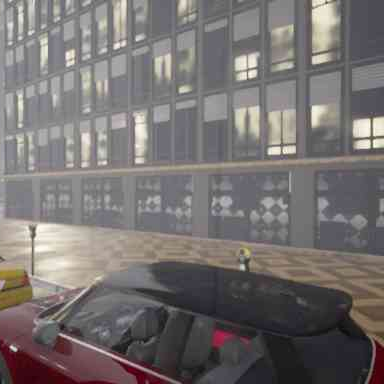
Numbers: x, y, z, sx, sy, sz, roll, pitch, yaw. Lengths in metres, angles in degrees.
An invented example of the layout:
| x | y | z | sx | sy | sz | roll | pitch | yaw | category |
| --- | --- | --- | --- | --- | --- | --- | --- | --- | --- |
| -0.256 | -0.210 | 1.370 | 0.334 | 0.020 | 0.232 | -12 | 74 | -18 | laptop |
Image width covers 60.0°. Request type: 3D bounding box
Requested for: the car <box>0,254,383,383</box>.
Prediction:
| x | y | z | sx | sy | sz | roll | pitch | yaw | category |
| --- | --- | --- | --- | --- | --- | --- | --- | --- | --- |
| -0.363 | 1.411 | 3.153 | 4.097 | 1.590 | 1.967 | 1 | 0 | 36 | car |
